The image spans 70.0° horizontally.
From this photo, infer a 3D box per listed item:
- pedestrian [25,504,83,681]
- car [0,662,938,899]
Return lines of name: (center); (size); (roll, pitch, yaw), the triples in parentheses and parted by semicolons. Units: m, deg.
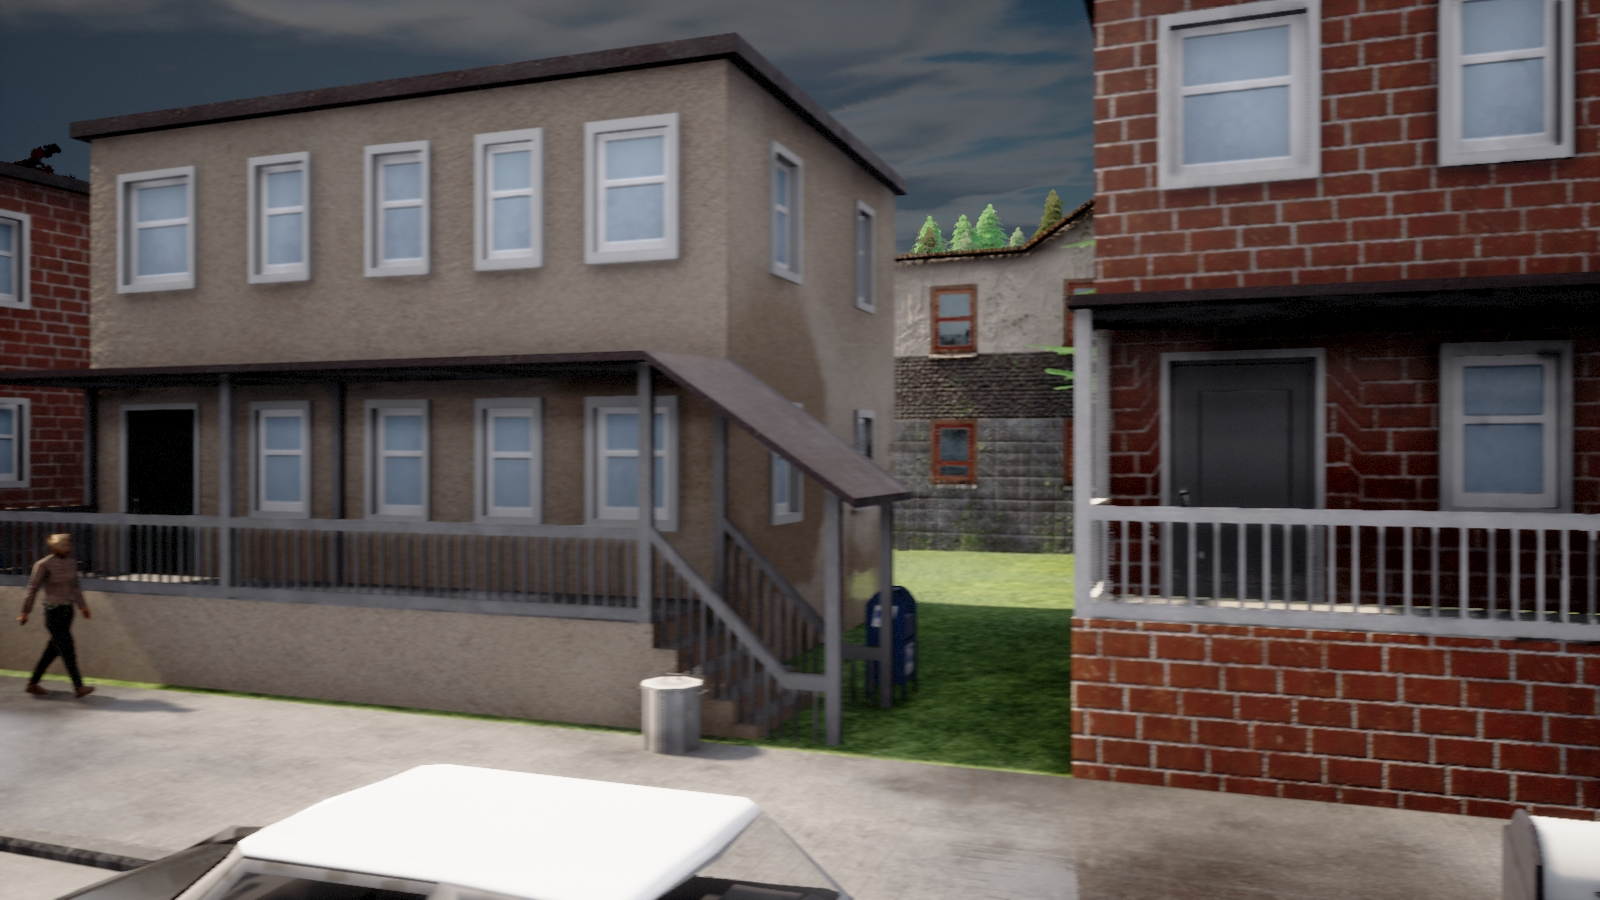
pedestrian: (-8.093, 1.524, 12.397); (0.375, 1.860, 0.375); (0, 0, 18)
car: (-1.558, 1.845, 4.396); (3.806, 1.475, 1.970); (0, 0, 20)
